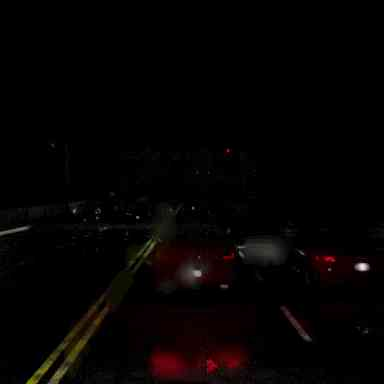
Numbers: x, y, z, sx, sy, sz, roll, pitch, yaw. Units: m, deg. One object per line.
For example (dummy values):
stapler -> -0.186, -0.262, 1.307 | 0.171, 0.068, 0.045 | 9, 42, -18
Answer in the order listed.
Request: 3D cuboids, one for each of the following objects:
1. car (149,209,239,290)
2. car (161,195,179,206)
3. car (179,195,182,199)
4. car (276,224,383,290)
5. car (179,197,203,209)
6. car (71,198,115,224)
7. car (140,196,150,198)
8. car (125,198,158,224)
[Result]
car -> 0.083, 1.448, 9.030 | 1.882, 1.535, 5.008 | 0, 0, 0
car -> -3.520, 1.328, 50.156 | 2.128, 1.511, 4.902 | 0, 0, 0
car -> -3.260, 1.358, 68.565 | 1.895, 1.301, 4.718 | 0, 0, -27
car -> 3.622, 1.534, 8.988 | 1.994, 1.385, 4.181 | 0, 0, 1
car -> 0.100, 1.444, 31.386 | 2.033, 1.411, 5.357 | 0, 0, 0
car -> -7.098, 1.272, 24.236 | 2.097, 1.767, 4.553 | 0, 0, 0
car -> -7.028, 1.363, 49.411 | 1.812, 1.442, 4.674 | 0, 0, 1
car -> -3.598, 1.425, 24.351 | 1.837, 1.490, 4.892 | 0, 0, 0
